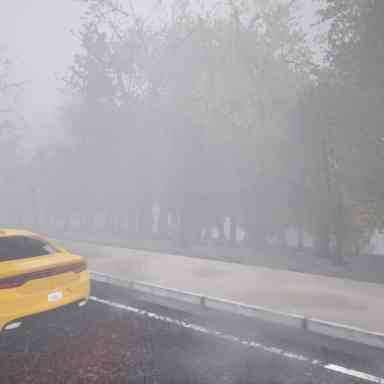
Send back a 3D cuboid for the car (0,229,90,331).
[{"bbox_3d":[-4.153,1.476,6.622,5.008,1.535,1.882,0,0,35],"label":"car"}]
